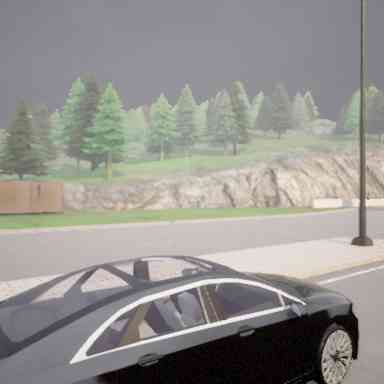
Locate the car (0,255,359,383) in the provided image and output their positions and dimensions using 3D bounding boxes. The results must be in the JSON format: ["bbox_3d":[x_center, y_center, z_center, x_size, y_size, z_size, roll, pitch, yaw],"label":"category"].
[{"bbox_3d":[-0.051,1.501,3.709,4.902,1.511,2.128,0,0,-36],"label":"car"}]
